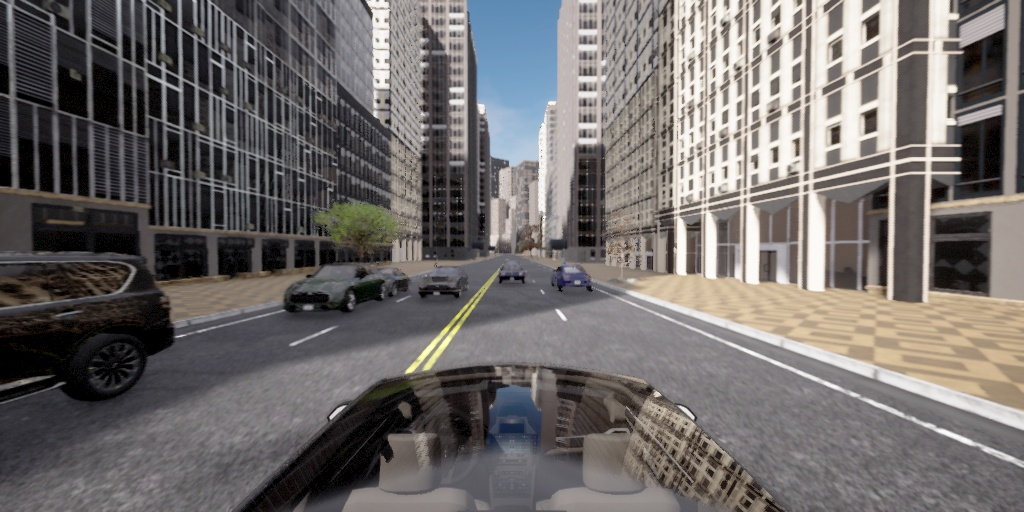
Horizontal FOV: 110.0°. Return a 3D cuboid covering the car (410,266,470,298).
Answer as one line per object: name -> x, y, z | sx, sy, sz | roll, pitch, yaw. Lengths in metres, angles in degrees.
car -> -3.251, 1.222, 18.115 | 2.033, 1.411, 5.357 | 0, 0, 0

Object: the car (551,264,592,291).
car -> 3.351, 1.184, 20.642 | 1.812, 1.442, 4.674 | 0, 0, 0

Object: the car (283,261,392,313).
car -> -6.501, 1.044, 13.685 | 2.097, 1.767, 4.553 | 0, 0, 0

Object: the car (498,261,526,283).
car -> 0.007, 1.233, 26.070 | 1.895, 1.301, 4.718 | 0, 0, 0

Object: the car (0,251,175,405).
car -> -6.574, 0.963, 3.470 | 2.150, 2.045, 5.566 | 0, 0, 1

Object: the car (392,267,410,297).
car -> -6.501, 1.279, 18.117 | 1.994, 1.385, 4.181 | 0, 0, 0
